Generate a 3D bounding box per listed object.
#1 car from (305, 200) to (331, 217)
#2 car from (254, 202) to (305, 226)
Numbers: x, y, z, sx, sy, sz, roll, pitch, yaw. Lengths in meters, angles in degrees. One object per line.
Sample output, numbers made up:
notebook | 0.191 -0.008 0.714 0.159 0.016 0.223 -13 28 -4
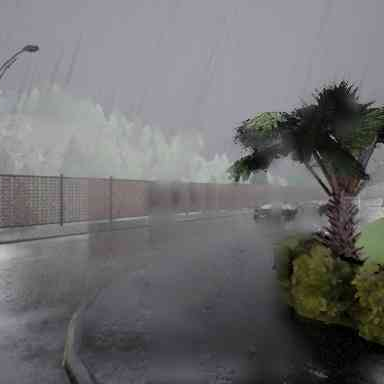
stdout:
car | 11.950 1.498 31.895 2.128 1.511 4.902 0 0 35
car | 6.154 1.483 23.827 1.882 1.535 5.008 0 0 36
